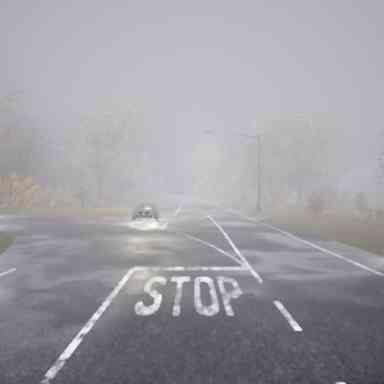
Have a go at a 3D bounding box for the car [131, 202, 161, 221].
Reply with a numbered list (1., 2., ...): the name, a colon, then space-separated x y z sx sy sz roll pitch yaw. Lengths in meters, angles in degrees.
1. car: -3.507 1.499 26.187 1.994 1.385 4.181 1 -2 0
